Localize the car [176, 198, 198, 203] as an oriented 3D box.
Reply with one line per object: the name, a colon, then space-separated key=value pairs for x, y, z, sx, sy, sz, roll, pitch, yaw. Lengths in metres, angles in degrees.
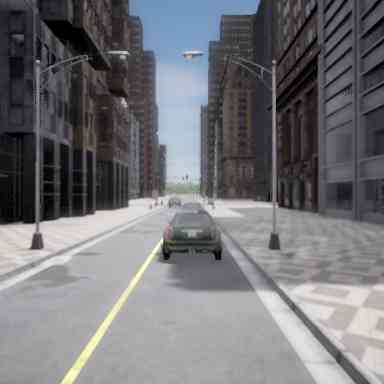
car: x=0.015 y=1.644 z=28.413 sx=2.097 sy=1.767 sz=4.553 roll=0 pitch=-1 yaw=0

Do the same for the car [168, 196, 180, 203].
car: x=-3.021 y=1.806 z=59.500 sx=2.150 sy=2.045 sz=5.566 roll=0 pitch=-1 yaw=0

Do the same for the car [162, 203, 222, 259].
car: x=0.019 y=1.490 z=13.413 sx=2.097 sy=1.767 sz=4.553 roll=0 pitch=-1 yaw=0
